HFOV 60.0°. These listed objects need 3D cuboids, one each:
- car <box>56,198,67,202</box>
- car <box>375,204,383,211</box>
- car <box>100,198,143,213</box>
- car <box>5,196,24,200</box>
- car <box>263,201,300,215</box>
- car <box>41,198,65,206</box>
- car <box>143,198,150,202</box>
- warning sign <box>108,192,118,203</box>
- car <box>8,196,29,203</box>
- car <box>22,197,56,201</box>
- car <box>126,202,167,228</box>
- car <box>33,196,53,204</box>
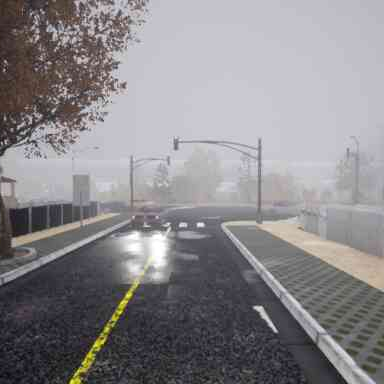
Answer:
[{"bbox_3d":[-20.999,1.801,53.464,4.718,1.301,1.895,-1,2,36],"label":"car"},{"bbox_3d":[18.506,1.285,29.017,4.674,1.442,1.812,0,2,37],"label":"car"},{"bbox_3d":[-8.950,1.738,40.679,5.357,1.411,2.033,0,2,36],"label":"car"},{"bbox_3d":[-32.106,1.795,61.639,4.902,1.511,2.128,-1,2,36],"label":"car"},{"bbox_3d":[9.266,1.540,31.463,4.718,1.301,1.895,-1,2,36],"label":"car"},{"bbox_3d":[-25.526,1.743,61.001,4.718,1.301,1.895,-1,2,36],"label":"car"},{"bbox_3d":[-6.594,1.555,42.981,5.008,1.535,1.882,0,2,36],"label":"car"},{"bbox_3d":[-14.251,0.986,60.238,1.060,1.860,1.300,2,1,36],"label":"warning sign"},{"bbox_3d":[-38.968,1.599,74.651,4.902,1.511,2.128,-1,2,36],"label":"car"},{"bbox_3d":[-23.703,1.822,51.410,4.892,1.490,1.837,0,2,36],"label":"car"},{"bbox_3d":[-2.777,1.592,22.144,1.895,1.301,4.718,0,0,1],"label":"car"},{"bbox_3d":[-30.863,1.648,68.768,4.181,1.385,1.994,-1,2,36],"label":"car"}]
